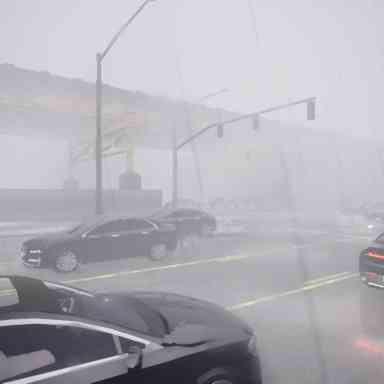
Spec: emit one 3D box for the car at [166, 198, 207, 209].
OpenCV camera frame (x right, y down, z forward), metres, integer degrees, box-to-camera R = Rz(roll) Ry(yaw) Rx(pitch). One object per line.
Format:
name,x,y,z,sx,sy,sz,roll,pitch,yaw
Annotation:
car,-0.582,1.295,38.025,4.536,1.218,1.853,0,0,8

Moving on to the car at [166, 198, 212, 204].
car,-0.530,1.453,38.017,4.974,1.542,2.038,0,0,8

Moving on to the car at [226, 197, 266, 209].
car,7.143,1.452,44.440,4.974,1.542,2.038,0,0,-7

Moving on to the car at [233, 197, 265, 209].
car,7.092,1.295,44.434,4.536,1.218,1.853,0,0,-7

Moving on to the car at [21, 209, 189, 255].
car,-2.727,1.505,10.634,4.892,1.490,1.837,0,0,-35

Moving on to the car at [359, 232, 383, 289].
car,5.901,1.505,7.947,4.892,1.490,1.837,0,0,-35

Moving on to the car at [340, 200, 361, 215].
car,16.657,1.548,32.978,5.357,1.411,2.033,0,0,-41

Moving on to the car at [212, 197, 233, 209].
car,3.222,1.453,40.692,2.038,1.542,4.974,0,0,18

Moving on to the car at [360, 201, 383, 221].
car,15.100,1.547,26.250,2.033,1.411,5.357,0,0,37

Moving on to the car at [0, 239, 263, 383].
car,-1.529,1.491,2.664,4.902,1.511,2.128,0,0,-35

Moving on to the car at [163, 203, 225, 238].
car,-0.987,1.505,16.167,4.892,1.490,1.837,0,0,-35

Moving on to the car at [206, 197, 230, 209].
car,3.238,1.295,40.741,1.853,1.218,4.536,0,0,18
